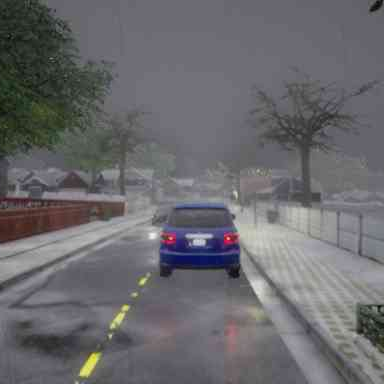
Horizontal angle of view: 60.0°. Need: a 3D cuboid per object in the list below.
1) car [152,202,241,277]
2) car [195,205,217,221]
[{"bbox_3d":[0.272,1.325,10.714,2.150,2.045,5.566,0,0,2],"label":"car"},{"bbox_3d":[1.393,1.922,31.568,1.895,1.301,4.718,0,-1,4],"label":"car"}]
